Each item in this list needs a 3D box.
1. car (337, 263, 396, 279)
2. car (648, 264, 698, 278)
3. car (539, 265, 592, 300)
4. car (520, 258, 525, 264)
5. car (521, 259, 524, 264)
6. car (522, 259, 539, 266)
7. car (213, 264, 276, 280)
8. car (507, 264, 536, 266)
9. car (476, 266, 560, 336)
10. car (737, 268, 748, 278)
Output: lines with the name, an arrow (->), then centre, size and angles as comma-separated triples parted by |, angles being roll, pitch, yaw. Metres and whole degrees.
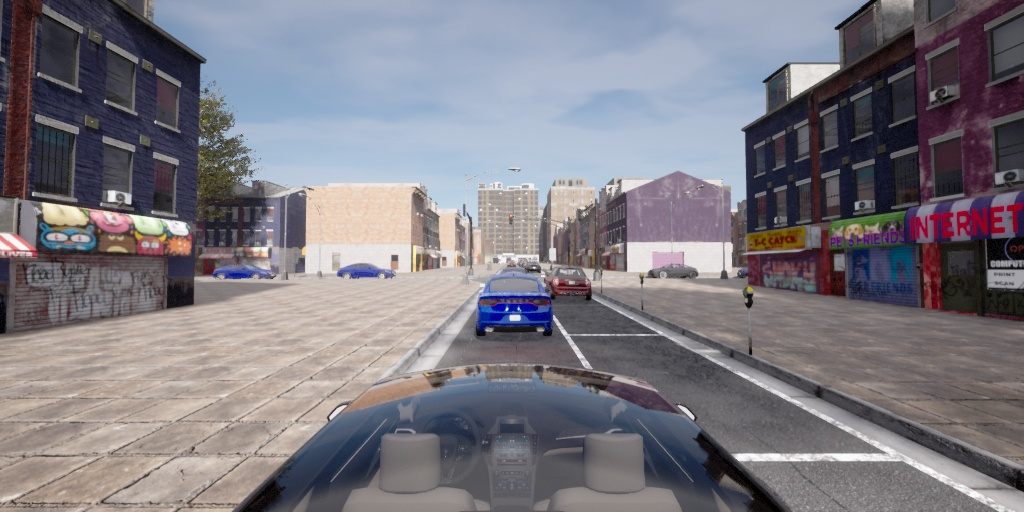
car -> -12.066, 1.293, 29.838 | 4.674, 1.442, 1.812 | 0, -2, 0
car -> 14.595, 1.379, 32.628 | 4.181, 1.385, 1.994 | 0, -2, 0
car -> 2.629, 1.206, 17.793 | 1.967, 1.591, 4.097 | 0, 0, 0
car -> 2.616, 1.448, 55.579 | 1.751, 1.417, 4.829 | 0, 0, 0
car -> 2.617, 1.452, 49.973 | 1.948, 1.339, 4.313 | 0, 0, 0
car -> 2.620, 1.420, 44.537 | 1.948, 1.339, 4.313 | 0, 0, 0
car -> -22.253, 1.367, 29.899 | 4.674, 1.442, 1.812 | -1, -2, 1
car -> 0.093, 1.292, 17.992 | 1.812, 1.442, 4.674 | 0, 0, 0
car -> 0.036, 1.233, 10.486 | 1.882, 1.535, 5.008 | 0, 0, -1
car -> 23.049, 1.337, 32.576 | 4.674, 1.442, 1.812 | 0, -2, 0
